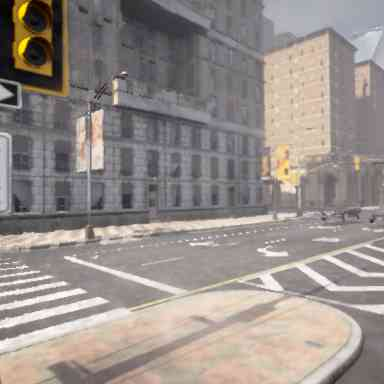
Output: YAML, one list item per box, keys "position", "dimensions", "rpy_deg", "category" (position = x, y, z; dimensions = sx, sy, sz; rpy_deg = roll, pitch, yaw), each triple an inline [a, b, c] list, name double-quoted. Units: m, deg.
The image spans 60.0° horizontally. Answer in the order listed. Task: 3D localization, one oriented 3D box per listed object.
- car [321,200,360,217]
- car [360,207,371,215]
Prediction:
- position: [12.042, 1.456, 26.659]
  dimensions: [4.892, 1.490, 1.837]
  rpy_deg: [0, -1, -44]
  category: "car"
- position: [14.458, 1.432, 24.126]
  dimensions: [5.357, 1.411, 2.033]
  rpy_deg: [0, -1, -44]
  category: "car"
